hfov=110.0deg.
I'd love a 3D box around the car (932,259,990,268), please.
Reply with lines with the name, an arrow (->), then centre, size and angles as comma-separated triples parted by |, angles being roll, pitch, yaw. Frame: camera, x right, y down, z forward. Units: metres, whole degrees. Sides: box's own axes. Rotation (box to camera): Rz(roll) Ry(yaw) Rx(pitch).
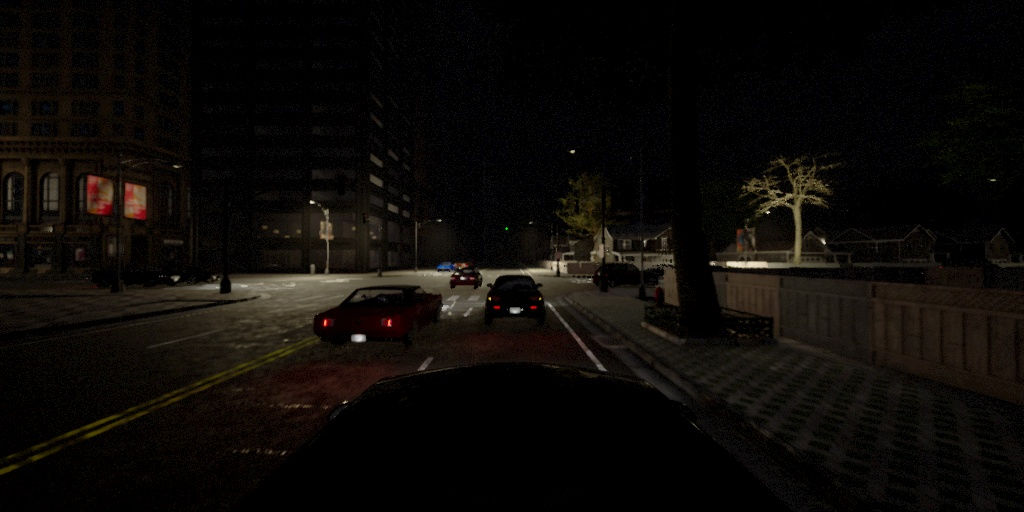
car -> 43.837, 1.354, 34.138 | 5.566, 2.045, 2.150 | 0, -1, -9

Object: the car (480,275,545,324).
car -> 0.092, 1.364, 12.304 | 1.812, 1.442, 4.674 | 0, -1, 0

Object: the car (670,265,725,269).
car -> 17.993, 1.595, 33.909 | 4.892, 1.490, 1.837 | 0, -1, -7

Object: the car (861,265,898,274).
car -> 40.418, 1.745, 40.252 | 5.357, 1.411, 2.033 | 0, -1, -9

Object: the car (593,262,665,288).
car -> 8.268, 1.331, 25.984 | 4.553, 1.767, 2.097 | 0, 0, -15

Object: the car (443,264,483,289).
car -> -3.149, 1.495, 25.280 | 2.033, 1.411, 5.357 | 0, 0, 0

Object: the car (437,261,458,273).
car -> -9.821, 1.661, 53.352 | 1.882, 1.535, 5.008 | 0, 0, 1

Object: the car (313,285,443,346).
car -> -3.151, 1.417, 9.599 | 1.895, 1.301, 4.718 | 0, 0, 0

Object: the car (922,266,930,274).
car -> 44.098, 1.720, 37.551 | 5.357, 1.411, 2.033 | 0, -1, -9

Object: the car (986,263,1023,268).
car -> 44.484, 1.575, 30.946 | 5.008, 1.535, 1.882 | 0, -1, -9

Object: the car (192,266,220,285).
car -> -25.198, 1.401, 27.361 | 4.892, 1.490, 1.837 | 0, -1, -3

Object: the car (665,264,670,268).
car -> 15.320, 1.610, 36.886 | 4.902, 1.511, 2.128 | 0, -1, -6

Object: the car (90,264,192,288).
car -> -25.136, 1.351, 24.111 | 4.902, 1.511, 2.128 | 0, -1, -3
